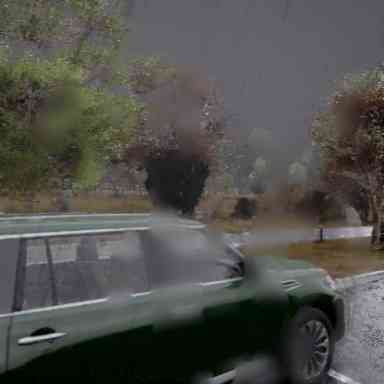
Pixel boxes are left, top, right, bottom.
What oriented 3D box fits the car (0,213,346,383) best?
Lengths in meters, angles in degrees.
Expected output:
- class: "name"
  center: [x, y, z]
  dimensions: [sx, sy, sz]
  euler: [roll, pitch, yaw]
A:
- class: "car"
  center: [-0.706, 1.231, 3.579]
  dimensions: [5.566, 2.045, 2.435]
  euler: [0, -2, -35]
